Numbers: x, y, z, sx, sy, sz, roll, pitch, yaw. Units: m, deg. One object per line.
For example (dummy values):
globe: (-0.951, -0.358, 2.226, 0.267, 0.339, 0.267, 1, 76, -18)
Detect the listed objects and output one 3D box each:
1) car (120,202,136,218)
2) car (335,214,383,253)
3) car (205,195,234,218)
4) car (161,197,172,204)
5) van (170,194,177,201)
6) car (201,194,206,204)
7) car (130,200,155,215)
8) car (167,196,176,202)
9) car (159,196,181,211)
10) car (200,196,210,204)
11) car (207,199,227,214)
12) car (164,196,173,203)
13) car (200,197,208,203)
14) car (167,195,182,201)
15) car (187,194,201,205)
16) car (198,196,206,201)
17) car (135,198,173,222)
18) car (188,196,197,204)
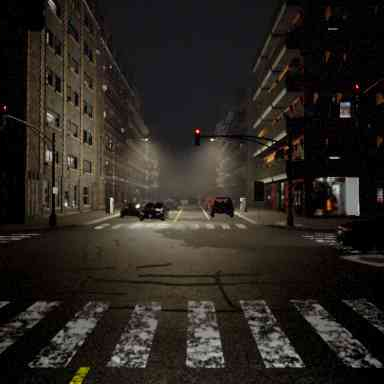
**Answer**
car: (-5.255, 1.577, 30.109, 1.947, 1.339, 4.313, 1, 0, 0)
car: (7.734, 1.523, 12.678, 4.181, 1.385, 1.994, 0, -1, 9)
car: (2.629, 1.326, 30.144, 2.192, 1.841, 5.009, 1, 0, 0)
car: (-5.203, 1.667, 69.042, 2.008, 1.369, 4.403, 1, 0, 0)
van: (-5.168, 1.589, 91.298, 1.690, 1.788, 3.998, 1, 0, 0)
car: (2.644, 1.336, 41.269, 2.192, 1.841, 5.009, 1, 0, 0)
car: (-5.247, 1.581, 35.671, 1.947, 1.339, 4.313, 1, 0, 0)
car: (-5.179, 1.764, 85.733, 2.008, 1.369, 4.403, 1, 0, 0)
car: (-2.768, 1.584, 41.093, 1.994, 1.385, 4.181, 0, 0, 0)
car: (2.679, 1.557, 69.067, 1.967, 1.590, 4.097, 1, 0, 0)
car: (2.633, 1.540, 35.873, 1.752, 1.417, 4.829, 1, 0, 0)
car: (-5.195, 1.671, 74.434, 1.752, 1.417, 4.829, 1, 0, 0)
car: (2.685, 1.729, 74.626, 1.802, 1.307, 4.206, 1, 0, 0)
car: (-2.710, 1.602, 55.157, 2.033, 1.411, 5.357, 0, 0, 1)
car: (0.192, 1.550, 59.889, 1.882, 1.535, 5.008, 0, 0, 0)
car: (2.709, 1.814, 91.318, 1.947, 1.339, 4.313, 1, 0, 0)
car: (-2.927, 1.514, 26.641, 1.837, 1.490, 4.892, 0, 0, 3)
car: (0.173, 1.601, 70.329, 1.882, 1.535, 5.008, 0, 0, 0)
